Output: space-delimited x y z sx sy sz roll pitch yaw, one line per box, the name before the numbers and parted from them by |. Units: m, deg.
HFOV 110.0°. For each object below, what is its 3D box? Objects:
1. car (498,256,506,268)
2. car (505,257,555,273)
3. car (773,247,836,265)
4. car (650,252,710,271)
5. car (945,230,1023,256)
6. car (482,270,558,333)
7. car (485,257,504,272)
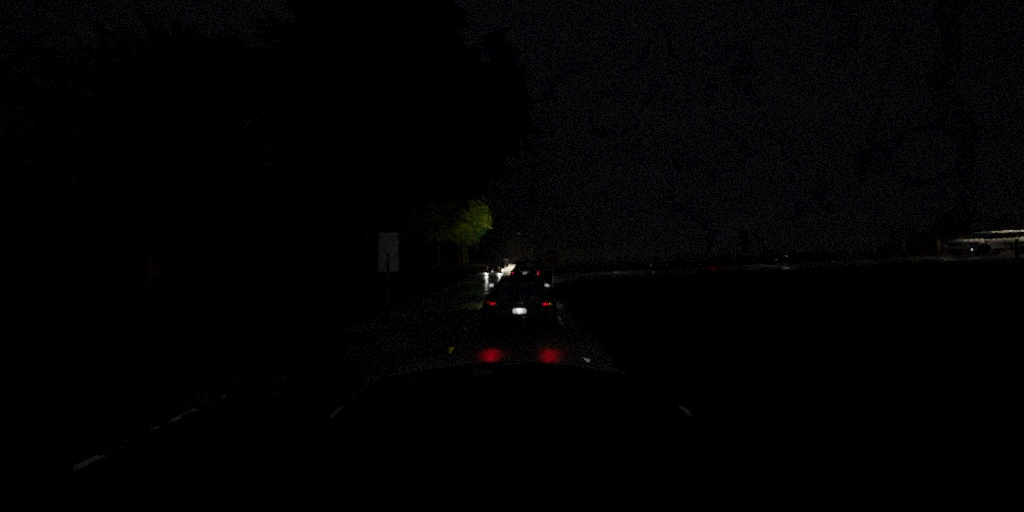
car | -2.109 1.203 55.261 1.882 1.535 5.008 0 0 1
car | 1.444 1.028 23.416 2.097 1.767 4.553 1 2 18
car | 25.218 -0.055 31.003 4.674 1.442 1.812 -3 1 1
car | 14.577 0.431 31.250 4.902 1.511 2.128 -3 1 1
car | 40.709 -1.099 30.615 5.566 2.045 2.150 -3 1 2
car | 0.215 1.302 10.734 1.994 1.385 4.181 0 0 1
car | -2.221 1.226 43.933 1.837 1.490 4.892 0 0 -1
